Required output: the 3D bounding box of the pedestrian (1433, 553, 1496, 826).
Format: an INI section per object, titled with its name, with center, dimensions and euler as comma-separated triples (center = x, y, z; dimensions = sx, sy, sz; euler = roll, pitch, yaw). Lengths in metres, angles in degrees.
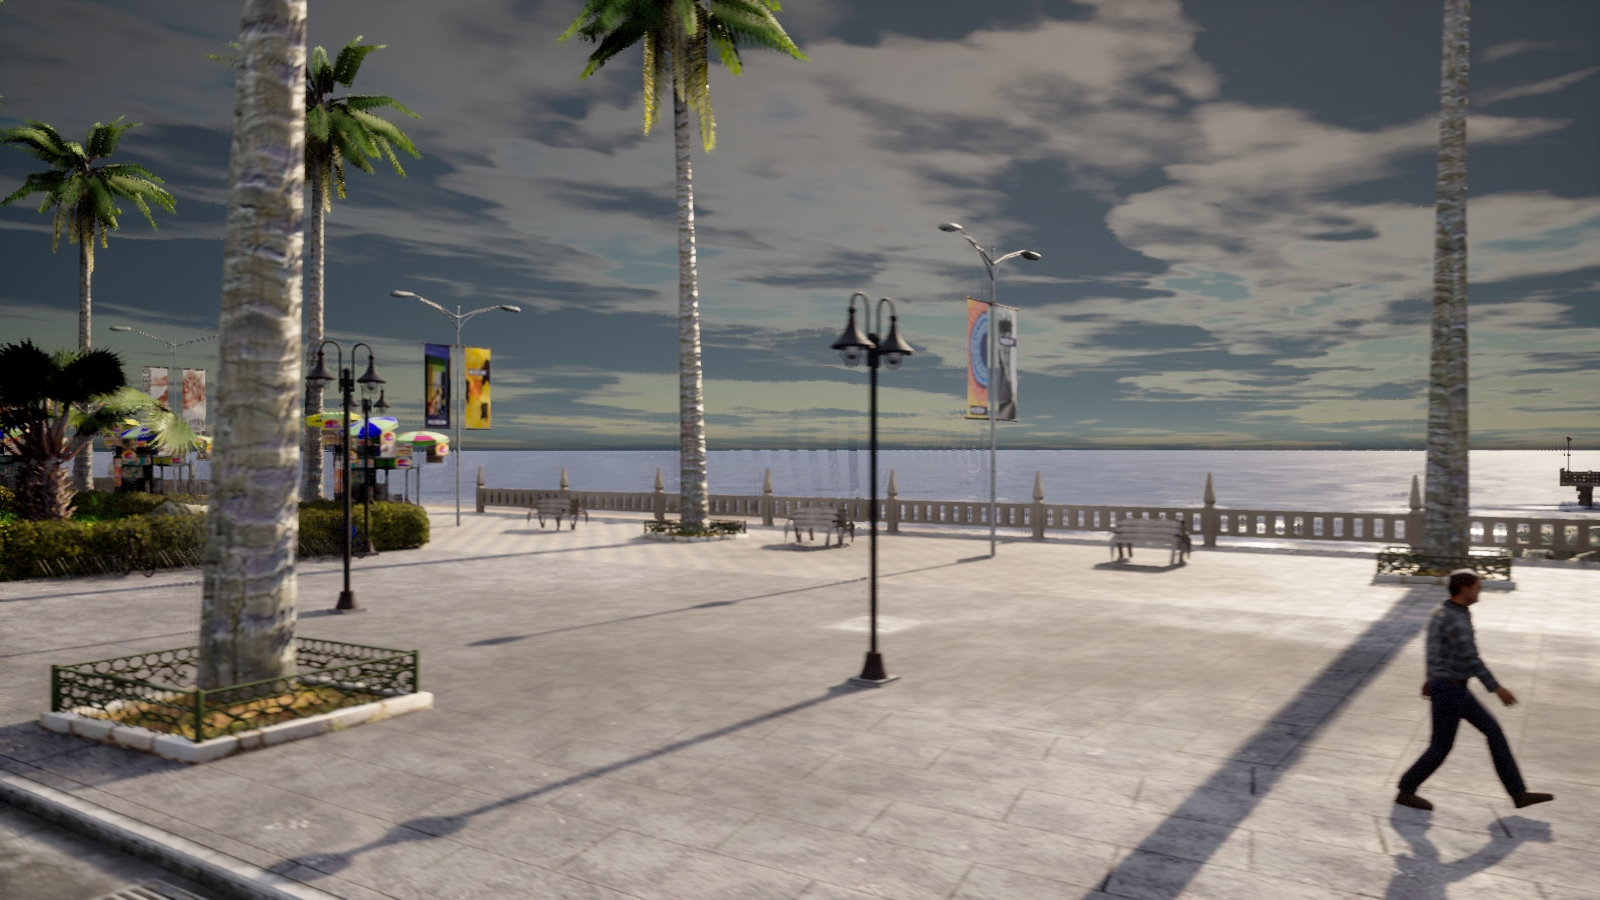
[pedestrian]
center = 4.782, 1.696, 8.234
dimensions = 0.375, 1.860, 0.375
euler = 0, 0, 28
